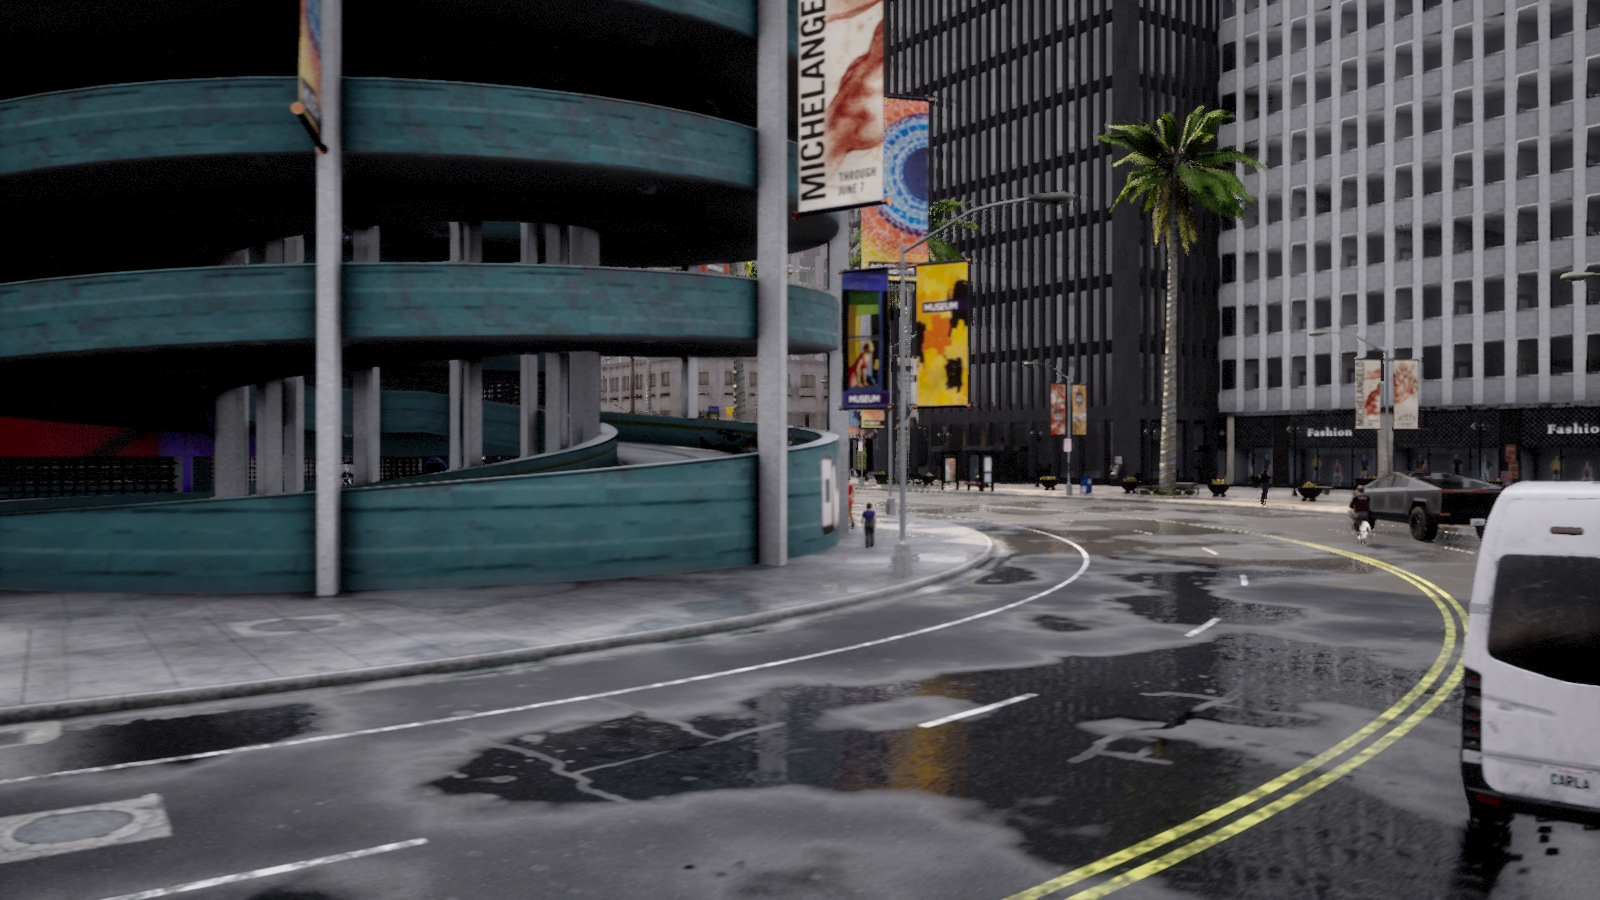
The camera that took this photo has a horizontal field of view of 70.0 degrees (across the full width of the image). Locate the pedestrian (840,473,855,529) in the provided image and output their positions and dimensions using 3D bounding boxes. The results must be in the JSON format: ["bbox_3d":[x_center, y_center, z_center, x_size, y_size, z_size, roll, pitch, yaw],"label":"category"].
[{"bbox_3d":[1.599,1.706,38.414,0.375,1.860,0.375,0,0,-21],"label":"pedestrian"}]

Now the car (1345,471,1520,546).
[{"bbox_3d":[20.067,1.764,36.687,2.390,2.098,6.274,0,0,2],"label":"car"}]

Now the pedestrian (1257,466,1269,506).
[{"bbox_3d":[21.894,1.713,54.013,0.375,1.860,0.375,0,0,-18],"label":"pedestrian"}]

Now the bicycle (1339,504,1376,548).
[{"bbox_3d":[16.440,2.219,33.702,0.329,1.171,1.835,-1,0,5],"label":"bicycle"}]

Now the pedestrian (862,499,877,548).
[{"bbox_3d":[1.885,1.984,30.998,0.375,1.300,0.375,0,0,6],"label":"pedestrian"}]

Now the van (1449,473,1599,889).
[{"bbox_3d":[6.953,1.537,9.661,1.988,2.561,5.915,0,0,35],"label":"van"}]
